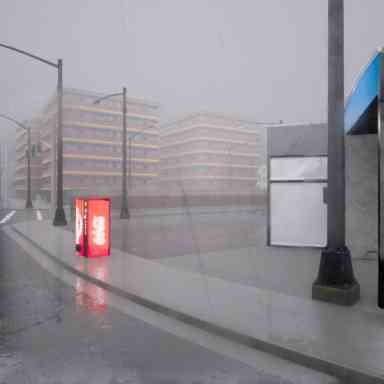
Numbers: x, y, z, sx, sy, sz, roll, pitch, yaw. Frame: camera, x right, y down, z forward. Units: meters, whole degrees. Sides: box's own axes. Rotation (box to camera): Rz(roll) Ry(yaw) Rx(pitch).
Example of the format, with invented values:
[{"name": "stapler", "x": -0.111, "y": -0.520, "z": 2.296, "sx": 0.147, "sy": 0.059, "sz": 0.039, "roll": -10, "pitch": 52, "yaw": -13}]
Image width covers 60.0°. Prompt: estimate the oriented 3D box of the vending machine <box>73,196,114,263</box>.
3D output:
[{"name": "vending machine", "x": -3.334, "y": 1.195, "z": 11.205, "sx": 1.100, "sy": 2.100, "sz": 0.880, "roll": 0, "pitch": 0, "yaw": -36}]
